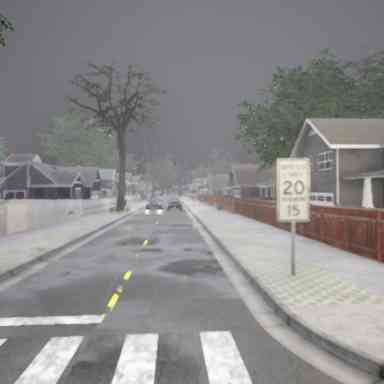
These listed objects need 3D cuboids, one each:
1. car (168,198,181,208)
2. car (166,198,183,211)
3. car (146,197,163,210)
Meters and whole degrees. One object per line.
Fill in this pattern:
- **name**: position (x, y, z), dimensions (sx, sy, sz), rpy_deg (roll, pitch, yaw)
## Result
- **car**: position (-2.773, 1.671, 52.528), dimensions (1.994, 1.385, 4.181), rpy_deg (0, 0, -3)
- **car**: position (-2.207, 1.604, 42.121), dimensions (1.837, 1.490, 4.892), rpy_deg (0, 0, -3)
- **car**: position (-5.182, 1.477, 46.169), dimensions (2.097, 1.767, 4.553), rpy_deg (0, 0, -3)
